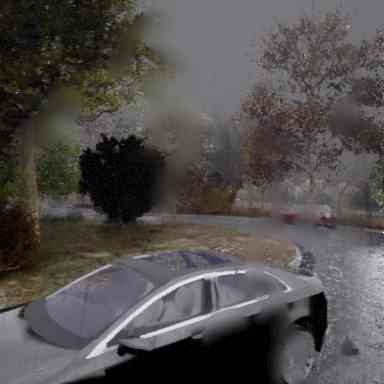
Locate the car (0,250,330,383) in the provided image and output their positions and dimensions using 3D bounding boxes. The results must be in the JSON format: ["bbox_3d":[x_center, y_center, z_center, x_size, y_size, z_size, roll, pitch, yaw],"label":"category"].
[{"bbox_3d":[-0.412,1.507,3.731,4.902,1.511,2.128,1,0,-37],"label":"car"}]

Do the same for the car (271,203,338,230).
[{"bbox_3d":[7.548,1.534,22.787,2.097,1.767,4.553,1,-1,-28],"label":"car"}]

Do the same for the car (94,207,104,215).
[{"bbox_3d":[-6.810,1.244,32.555,5.566,2.045,2.150,1,-1,19],"label":"car"}]
